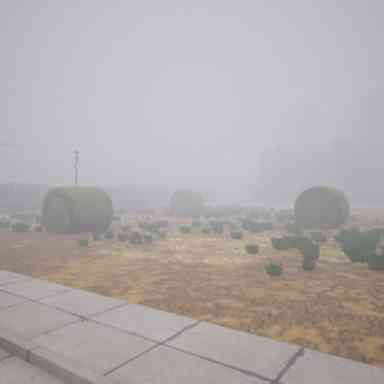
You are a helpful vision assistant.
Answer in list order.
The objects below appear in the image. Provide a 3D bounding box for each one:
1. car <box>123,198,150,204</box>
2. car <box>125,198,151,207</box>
[{"bbox_3d":[-9.258,1.907,54.708,1.837,1.490,4.892,-1,0,33],"label":"car"},{"bbox_3d":[-9.754,1.949,60.447,1.837,1.490,4.892,-1,-1,33],"label":"car"}]
